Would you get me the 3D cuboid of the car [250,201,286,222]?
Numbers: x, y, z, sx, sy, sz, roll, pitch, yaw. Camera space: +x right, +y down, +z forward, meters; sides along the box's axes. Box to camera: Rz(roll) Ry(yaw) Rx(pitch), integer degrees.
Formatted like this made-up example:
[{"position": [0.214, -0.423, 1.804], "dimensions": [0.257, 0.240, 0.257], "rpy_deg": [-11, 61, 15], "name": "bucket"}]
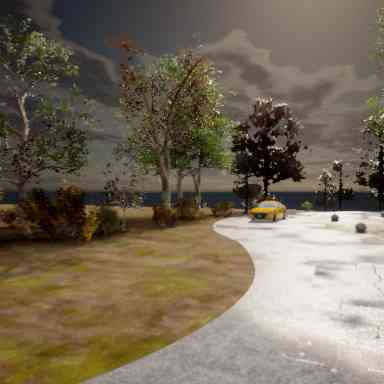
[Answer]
[{"position": [6.057, 1.474, 26.337], "dimensions": [1.882, 1.535, 5.008], "rpy_deg": [-1, 0, 28], "name": "car"}]
